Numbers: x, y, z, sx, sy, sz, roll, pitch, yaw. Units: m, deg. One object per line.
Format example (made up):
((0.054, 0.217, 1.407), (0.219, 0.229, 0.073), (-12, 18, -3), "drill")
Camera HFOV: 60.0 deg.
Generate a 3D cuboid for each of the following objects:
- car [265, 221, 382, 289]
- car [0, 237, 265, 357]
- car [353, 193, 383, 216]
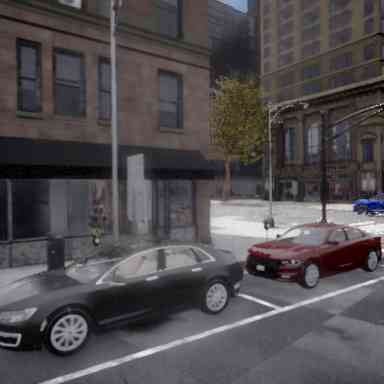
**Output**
((3.446, 1.533, 9.111), (4.507, 1.381, 1.887), (0, -1, -35), "car")
((-1.039, 1.547, 5.918), (4.403, 1.369, 2.008), (0, -1, -35), "car")
((16.258, 1.022, 27.264), (2.150, 2.045, 5.566), (-1, 1, -35), "car")
